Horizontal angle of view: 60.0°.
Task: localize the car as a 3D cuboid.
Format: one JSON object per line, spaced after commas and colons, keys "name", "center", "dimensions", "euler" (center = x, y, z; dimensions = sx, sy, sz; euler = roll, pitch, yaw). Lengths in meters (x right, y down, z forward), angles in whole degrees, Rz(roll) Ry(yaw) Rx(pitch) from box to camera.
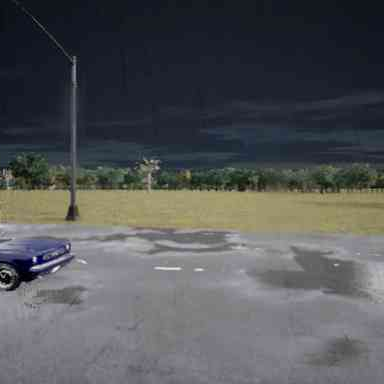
{"name": "car", "center": [-5.482, 1.534, 8.273], "dimensions": [4.718, 1.301, 1.895], "euler": [0, 1, 7]}
